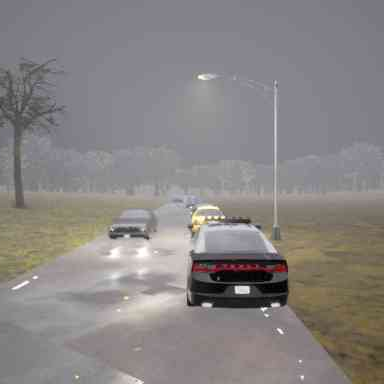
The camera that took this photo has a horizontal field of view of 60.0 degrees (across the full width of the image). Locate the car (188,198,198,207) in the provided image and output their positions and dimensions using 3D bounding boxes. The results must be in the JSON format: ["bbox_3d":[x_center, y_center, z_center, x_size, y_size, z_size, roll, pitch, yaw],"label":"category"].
[{"bbox_3d":[0.880,1.453,24.008,1.882,1.535,5.008,0,0,0],"label":"car"}]

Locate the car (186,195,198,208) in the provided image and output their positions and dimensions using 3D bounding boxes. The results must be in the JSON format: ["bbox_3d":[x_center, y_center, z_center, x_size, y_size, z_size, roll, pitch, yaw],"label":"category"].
[{"bbox_3d":[0.139,1.466,45.845,2.033,1.411,5.357,0,0,1],"label":"car"}]

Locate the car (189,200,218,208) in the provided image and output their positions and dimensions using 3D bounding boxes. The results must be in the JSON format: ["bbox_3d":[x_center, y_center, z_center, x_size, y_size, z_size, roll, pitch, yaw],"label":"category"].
[{"bbox_3d":[0.867,1.439,18.197,1.801,1.575,5.366,0,0,0],"label":"car"}]

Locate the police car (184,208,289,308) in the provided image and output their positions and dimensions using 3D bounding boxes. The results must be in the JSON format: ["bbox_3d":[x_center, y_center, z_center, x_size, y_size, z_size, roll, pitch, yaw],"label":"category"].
[{"bbox_3d":[0.843,1.420,8.117,1.930,1.638,5.238,0,0,0],"label":"police car"}]

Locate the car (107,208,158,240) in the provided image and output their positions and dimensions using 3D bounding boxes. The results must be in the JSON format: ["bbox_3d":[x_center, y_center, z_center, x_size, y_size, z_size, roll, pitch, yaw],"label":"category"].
[{"bbox_3d":[-2.812,1.532,17.070,2.033,1.411,5.357,0,0,0],"label":"car"}]

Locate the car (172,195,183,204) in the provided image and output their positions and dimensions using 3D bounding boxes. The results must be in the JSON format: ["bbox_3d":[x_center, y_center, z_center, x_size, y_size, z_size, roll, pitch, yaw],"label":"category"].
[{"bbox_3d":[-2.611,1.333,61.456,1.882,1.535,5.008,0,0,0],"label":"car"}]

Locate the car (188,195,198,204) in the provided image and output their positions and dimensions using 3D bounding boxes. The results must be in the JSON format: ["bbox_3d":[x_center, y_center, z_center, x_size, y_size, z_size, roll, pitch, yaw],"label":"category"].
[{"bbox_3d":[0.144,1.373,63.165,1.812,1.442,4.674,0,0,0],"label":"car"}]
